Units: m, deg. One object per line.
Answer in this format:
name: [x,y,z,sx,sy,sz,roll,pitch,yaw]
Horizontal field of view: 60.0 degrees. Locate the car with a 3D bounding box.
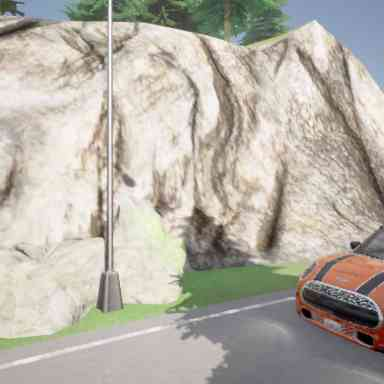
car: [4.047,1.352,5.863,4.553,1.767,2.097,0,0,-27]
